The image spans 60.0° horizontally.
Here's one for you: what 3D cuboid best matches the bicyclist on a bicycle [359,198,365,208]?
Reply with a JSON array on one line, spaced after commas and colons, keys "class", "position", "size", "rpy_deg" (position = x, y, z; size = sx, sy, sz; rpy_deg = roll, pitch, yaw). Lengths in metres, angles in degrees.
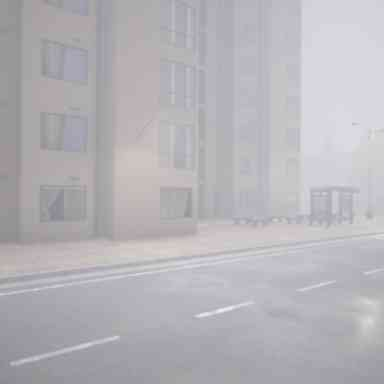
[{"class": "bicyclist on a bicycle", "position": [26.604, 1.779, 52.033], "size": [1.656, 1.620, 0.582], "rpy_deg": [0, 0, -36]}]
